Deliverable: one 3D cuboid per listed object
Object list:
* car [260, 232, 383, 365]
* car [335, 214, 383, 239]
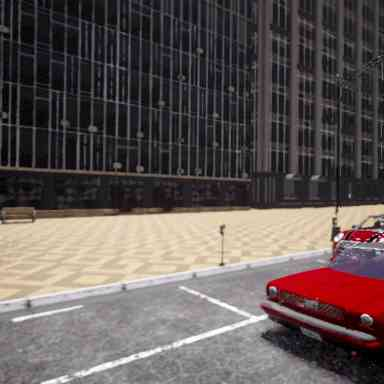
[{"bbox_3d":[3.413,1.629,5.812,4.718,1.301,1.895,0,0,-35],"label":"car"},{"bbox_3d":[6.563,1.495,11.229,4.097,1.590,1.967,0,0,-35],"label":"car"}]
